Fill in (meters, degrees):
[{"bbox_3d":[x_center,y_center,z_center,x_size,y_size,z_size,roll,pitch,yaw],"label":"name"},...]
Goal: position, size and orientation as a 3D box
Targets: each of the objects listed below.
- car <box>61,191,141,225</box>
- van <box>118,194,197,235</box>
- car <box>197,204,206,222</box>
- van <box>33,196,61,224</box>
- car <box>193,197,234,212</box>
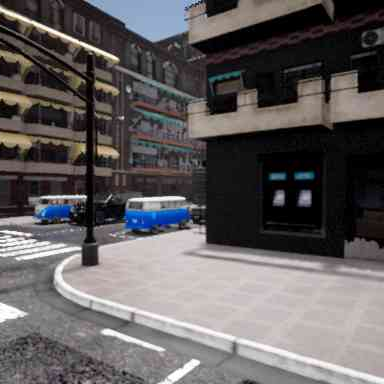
[{"bbox_3d":[-5.495,1.002,22.374,2.150,2.045,5.566,0,1,34],"label":"car"},{"bbox_3d":[-1.714,1.166,17.646,1.690,1.788,3.998,1,1,35],"label":"van"},{"bbox_3d":[1.506,1.298,22.232,2.008,1.369,4.403,1,1,35],"label":"car"},{"bbox_3d":[-8.553,1.135,22.490,1.690,1.788,3.998,1,2,35],"label":"van"},{"bbox_3d":[2.222,1.197,33.329,1.895,1.301,4.718,0,1,35],"label":"car"}]
